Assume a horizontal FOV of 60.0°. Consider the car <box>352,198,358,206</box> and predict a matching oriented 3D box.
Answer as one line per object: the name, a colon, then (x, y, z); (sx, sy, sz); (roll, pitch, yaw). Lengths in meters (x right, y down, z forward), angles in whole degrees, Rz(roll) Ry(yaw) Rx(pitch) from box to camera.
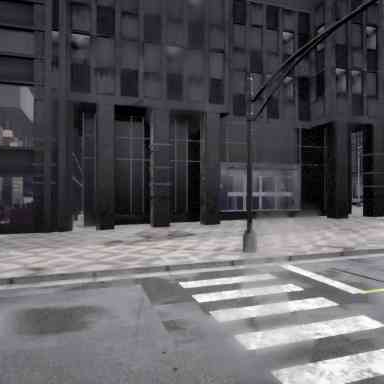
car: (22.513, 1.327, 49.276); (1.994, 1.385, 4.181); (0, -1, -16)
